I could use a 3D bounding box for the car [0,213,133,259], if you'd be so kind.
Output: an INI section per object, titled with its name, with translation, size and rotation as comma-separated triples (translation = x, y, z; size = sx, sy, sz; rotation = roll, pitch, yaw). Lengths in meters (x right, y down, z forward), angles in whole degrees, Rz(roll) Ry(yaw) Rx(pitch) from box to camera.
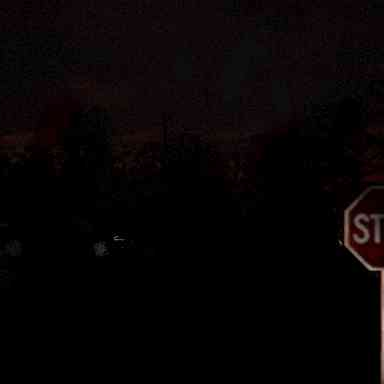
[car]
translation = -4.744, 1.567, 12.503
size = 5.008, 1.535, 1.882
rotation = 0, 0, 1
